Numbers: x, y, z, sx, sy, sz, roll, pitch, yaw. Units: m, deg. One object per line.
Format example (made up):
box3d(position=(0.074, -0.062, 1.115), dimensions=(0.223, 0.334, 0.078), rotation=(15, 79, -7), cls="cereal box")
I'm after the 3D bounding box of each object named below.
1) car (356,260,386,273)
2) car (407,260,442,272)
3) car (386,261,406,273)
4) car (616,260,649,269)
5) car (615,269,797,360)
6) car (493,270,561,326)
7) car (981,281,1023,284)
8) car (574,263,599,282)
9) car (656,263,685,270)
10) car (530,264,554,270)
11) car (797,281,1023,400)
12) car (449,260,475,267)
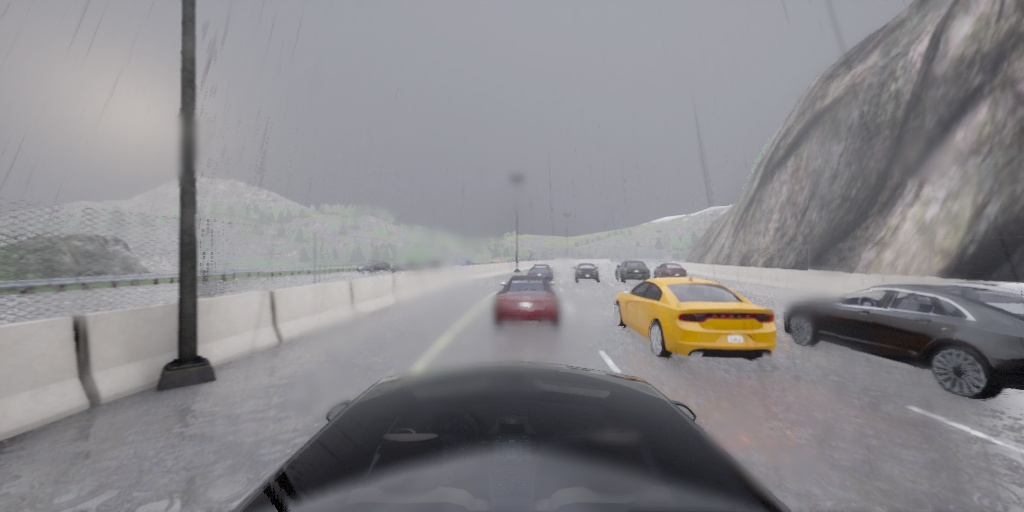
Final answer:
box3d(position=(-16.464, 1.216, 42.624), dimensions=(2.128, 1.511, 4.902), rotation=(0, 0, 13), cls="car")
box3d(position=(-9.654, 1.246, 41.028), dimensions=(1.837, 1.490, 4.892), rotation=(0, 0, 13), cls="car")
box3d(position=(-12.760, 1.259, 43.163), dimensions=(1.812, 1.442, 4.674), rotation=(0, 0, 13), cls="car")
box3d(position=(9.470, 1.132, 28.389), dimensions=(2.097, 1.767, 4.553), rotation=(0, 0, 9), cls="car")
box3d(position=(3.845, 1.239, 8.482), dimensions=(1.882, 1.535, 5.008), rotation=(0, 0, 2), cls="car")
box3d(position=(0.529, 1.318, 11.761), dimensions=(1.994, 1.385, 4.181), rotation=(0, 0, 4), cls="car")
box3d(position=(10.818, 1.303, 8.250), dimensions=(1.812, 1.442, 4.674), rotation=(0, 0, 2), cls="car")
box3d(position=(6.039, 1.298, 29.145), dimensions=(1.812, 1.442, 4.674), rotation=(0, 0, 9), cls="car")
box3d(position=(13.350, 1.315, 30.311), dimensions=(1.812, 1.442, 4.674), rotation=(0, 0, 10), cls="car")
box3d(position=(2.338, 1.328, 28.122), dimensions=(1.994, 1.385, 4.181), rotation=(0, 0, 9), cls="car")
box3d(position=(7.264, 1.260, 6.439), dimensions=(2.128, 1.511, 4.902), rotation=(0, 0, 2), cls="car")
box3d(position=(-5.822, 1.227, 42.136), dimensions=(1.882, 1.535, 5.008), rotation=(0, 0, 13), cls="car")
